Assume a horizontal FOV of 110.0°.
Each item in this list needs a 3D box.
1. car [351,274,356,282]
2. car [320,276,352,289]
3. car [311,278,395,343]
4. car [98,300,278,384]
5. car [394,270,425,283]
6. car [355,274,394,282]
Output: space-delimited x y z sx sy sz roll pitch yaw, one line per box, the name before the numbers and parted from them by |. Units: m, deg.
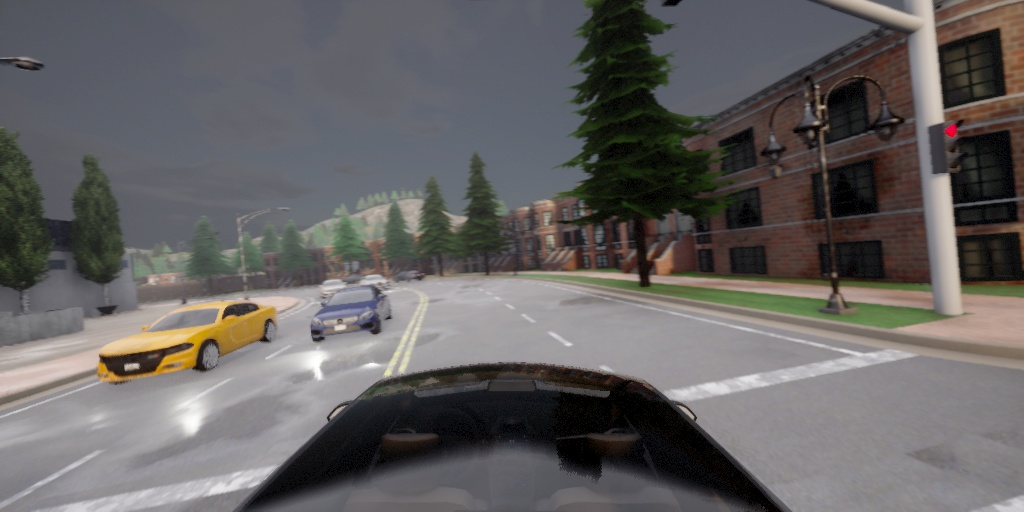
car | -22.892 3.408 52.401 4.902 1.511 2.128 -6 0 30
car | -14.757 2.685 29.612 1.812 1.442 4.674 -6 0 -32
car | -5.295 1.778 12.284 1.812 1.442 4.674 -6 0 -12
car | -8.347 2.047 9.824 1.882 1.535 5.008 -6 0 -11
car | -12.815 2.464 44.311 2.033 1.411 5.357 -6 0 -44
car | -12.553 2.452 32.627 1.812 1.442 4.674 -6 0 -34
